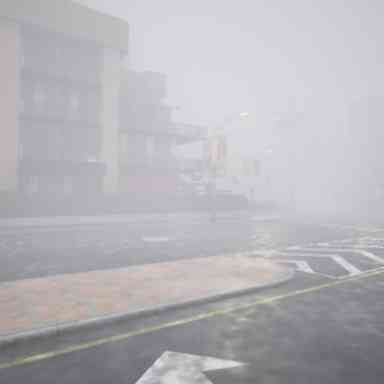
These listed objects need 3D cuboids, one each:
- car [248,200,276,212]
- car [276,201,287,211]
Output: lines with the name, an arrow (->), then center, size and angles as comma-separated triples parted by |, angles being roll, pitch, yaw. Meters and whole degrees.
car -> 8.714, 1.896, 46.254 | 1.882, 1.535, 5.008 | 1, -1, -34
car -> 11.534, 1.955, 48.332 | 2.128, 1.511, 4.902 | 1, -1, -34
